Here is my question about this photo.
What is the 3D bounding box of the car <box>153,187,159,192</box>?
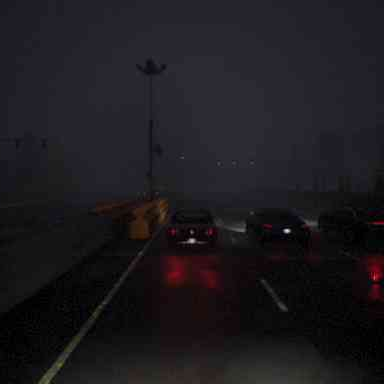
[{"bbox_3d":[-10.049,-0.681,90.189,1.812,1.442,4.674,0,1,0],"label":"car"}]

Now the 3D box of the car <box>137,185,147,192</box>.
[{"bbox_3d":[-13.549,-0.979,90.171,2.150,2.045,5.566,0,1,0],"label":"car"}]

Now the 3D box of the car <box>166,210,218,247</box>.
[{"bbox_3d":[0.013,1.388,14.046,1.895,1.301,4.718,0,2,0],"label":"car"}]

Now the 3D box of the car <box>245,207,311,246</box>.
[{"bbox_3d":[3.517,1.346,14.252,1.994,1.385,4.181,0,2,0],"label":"car"}]

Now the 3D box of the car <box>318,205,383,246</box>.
[{"bbox_3d":[7.016,1.276,14.195,2.128,1.511,4.902,0,2,0],"label":"car"}]
